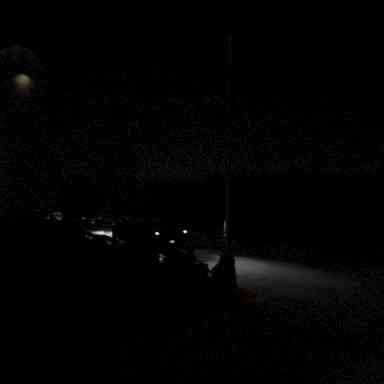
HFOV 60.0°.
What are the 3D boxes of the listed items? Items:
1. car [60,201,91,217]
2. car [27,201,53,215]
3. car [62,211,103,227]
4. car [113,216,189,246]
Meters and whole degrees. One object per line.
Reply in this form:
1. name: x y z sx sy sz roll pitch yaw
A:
1. car: -12.930 1.833 36.788 1.882 1.535 5.008 1 -1 -36
2. car: -16.671 1.767 36.476 1.882 1.535 5.008 1 -1 -36
3. car: -8.177 1.794 24.655 2.128 1.511 4.902 1 -1 -36
4. car: -2.126 1.868 16.293 1.895 1.301 4.718 1 -1 -35
